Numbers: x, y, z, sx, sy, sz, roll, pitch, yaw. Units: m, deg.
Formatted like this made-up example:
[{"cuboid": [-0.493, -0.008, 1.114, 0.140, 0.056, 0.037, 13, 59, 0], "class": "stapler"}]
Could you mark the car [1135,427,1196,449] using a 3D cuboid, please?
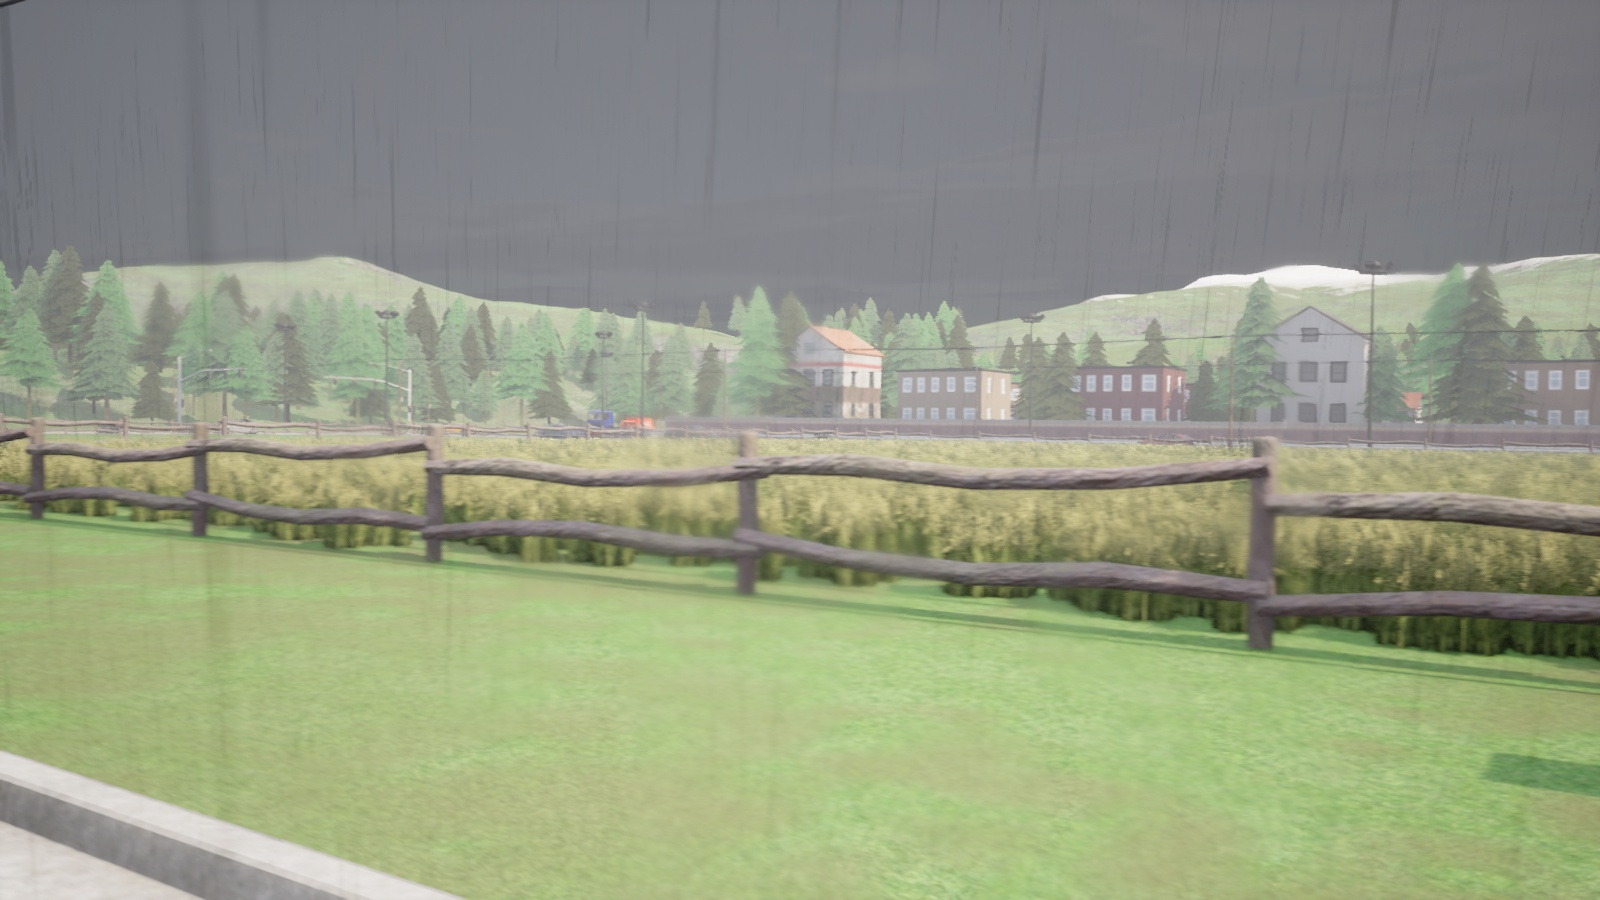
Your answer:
[{"cuboid": [25.081, -0.841, 86.115, 3.633, 1.501, 1.845, 0, 1, 34], "class": "car"}]
